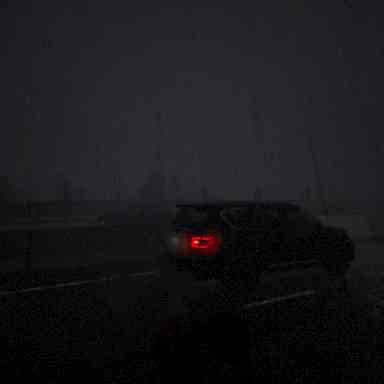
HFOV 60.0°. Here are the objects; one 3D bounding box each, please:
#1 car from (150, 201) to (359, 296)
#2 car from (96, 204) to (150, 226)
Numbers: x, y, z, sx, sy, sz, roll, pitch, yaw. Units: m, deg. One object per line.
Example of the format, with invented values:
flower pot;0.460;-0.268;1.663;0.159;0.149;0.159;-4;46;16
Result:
car;1.925;1.267;8.992;5.566;2.045;2.150;1;-1;-31
car;-3.773;1.539;21.997;5.008;1.535;1.882;1;0;-30
